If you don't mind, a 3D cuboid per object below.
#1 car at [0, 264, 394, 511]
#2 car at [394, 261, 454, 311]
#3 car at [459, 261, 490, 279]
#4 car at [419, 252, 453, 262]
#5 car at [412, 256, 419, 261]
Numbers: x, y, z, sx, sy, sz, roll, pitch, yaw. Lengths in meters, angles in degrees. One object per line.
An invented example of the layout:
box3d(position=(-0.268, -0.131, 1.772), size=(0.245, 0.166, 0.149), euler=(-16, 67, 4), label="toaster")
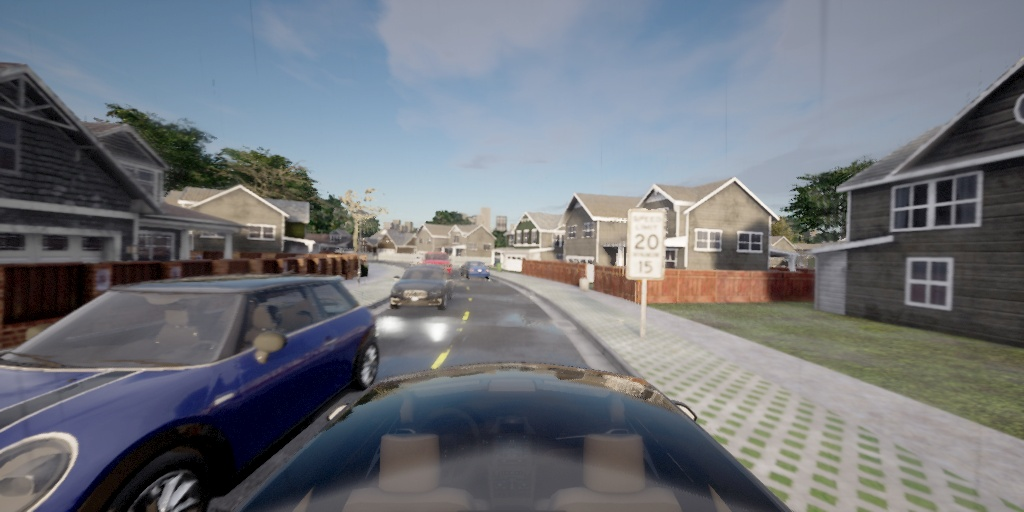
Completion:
box3d(position=(-3.037, 1.003, 3.496), size=(2.097, 1.767, 4.553), euler=(2, 0, 1), label="car")
box3d(position=(-3.323, 1.117, 13.868), size=(1.837, 1.490, 4.892), euler=(2, 0, -5), label="car")
box3d(position=(-3.154, 1.105, 29.484), size=(2.033, 1.411, 5.357), euler=(2, 0, -16), label="car")
box3d(position=(-6.216, 0.690, 29.558), size=(2.150, 2.045, 5.566), euler=(2, 0, -16), label="car")
box3d(position=(-12.652, 0.707, 50.474), size=(1.812, 1.442, 4.674), euler=(2, 0, -32), label="car")
